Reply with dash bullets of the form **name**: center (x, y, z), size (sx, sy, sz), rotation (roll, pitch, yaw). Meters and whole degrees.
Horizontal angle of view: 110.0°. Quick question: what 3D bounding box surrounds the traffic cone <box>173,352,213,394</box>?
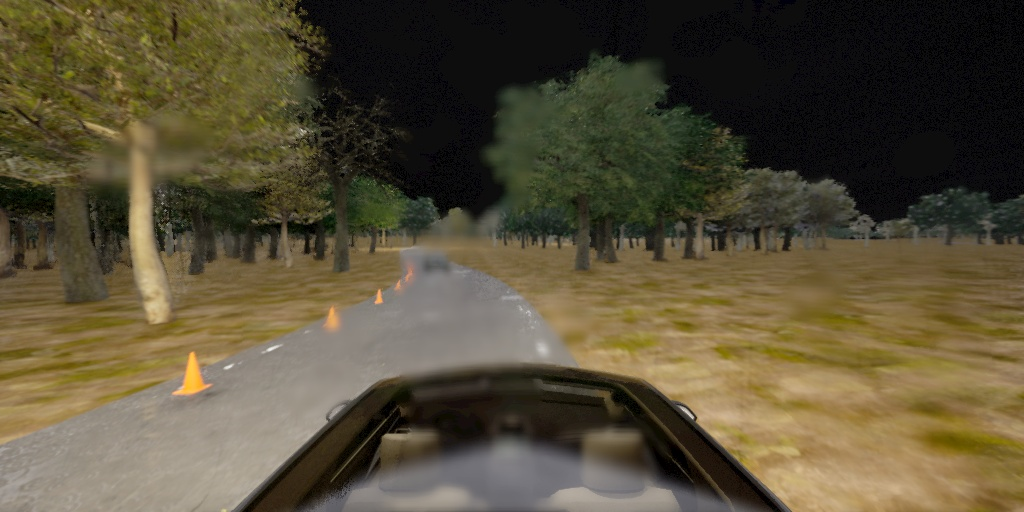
- **traffic cone**: center (-4.999, 1.804, 5.630), size (0.340, 0.580, 0.340), rotation (0, 0, -1)

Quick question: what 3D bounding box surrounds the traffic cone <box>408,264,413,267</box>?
- **traffic cone**: center (-9.554, 1.299, 34.478), size (0.340, 0.580, 0.340), rotation (0, 0, -16)

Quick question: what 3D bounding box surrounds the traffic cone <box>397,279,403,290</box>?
- **traffic cone**: center (-6.332, 1.619, 20.204), size (0.340, 0.580, 0.340), rotation (0, 0, -9)

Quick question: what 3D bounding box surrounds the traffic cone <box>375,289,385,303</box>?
- **traffic cone**: center (-5.676, 1.696, 15.367), size (0.340, 0.580, 0.340), rotation (0, 0, -6)

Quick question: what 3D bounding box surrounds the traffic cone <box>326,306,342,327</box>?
- **traffic cone**: center (-5.231, 1.757, 10.506), size (0.340, 0.580, 0.340), rotation (0, 0, -4)

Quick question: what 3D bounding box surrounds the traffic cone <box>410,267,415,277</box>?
- **traffic cone**: center (-8.272, 1.421, 29.768), size (0.340, 0.580, 0.340), rotation (0, 0, -14)

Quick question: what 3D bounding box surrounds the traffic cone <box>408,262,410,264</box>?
- **traffic cone**: center (-11.022, 1.160, 39.209), size (0.340, 0.580, 0.340), rotation (0, 0, -17)

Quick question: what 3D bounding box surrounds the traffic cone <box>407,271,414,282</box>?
- **traffic cone**: center (-7.198, 1.527, 25.008), size (0.340, 0.580, 0.340), rotation (0, 0, -11)

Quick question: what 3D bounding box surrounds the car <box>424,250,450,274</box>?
- **car**: center (-7.269, 0.508, 34.561), size (2.150, 2.045, 5.566), rotation (-2, 2, -16)
